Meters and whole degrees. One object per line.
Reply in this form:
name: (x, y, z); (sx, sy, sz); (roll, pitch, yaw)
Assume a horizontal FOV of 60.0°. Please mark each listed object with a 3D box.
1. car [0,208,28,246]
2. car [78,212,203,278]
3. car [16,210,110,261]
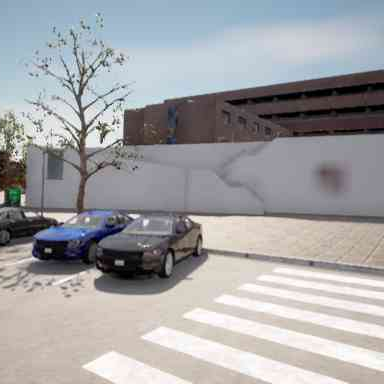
car: (-8.230, 1.501, 15.393); (2.231, 1.521, 4.892); (0, -1, 17)
car: (-1.021, 1.443, 10.214); (2.097, 1.535, 5.008); (0, -1, 16)
car: (-3.431, 1.459, 11.937); (2.097, 1.535, 5.008); (0, -1, 16)
